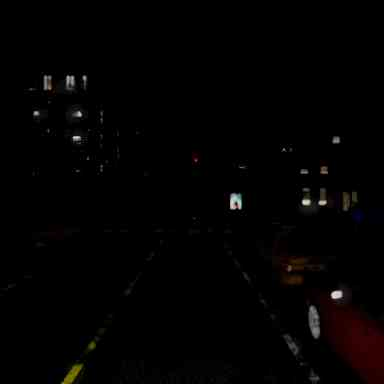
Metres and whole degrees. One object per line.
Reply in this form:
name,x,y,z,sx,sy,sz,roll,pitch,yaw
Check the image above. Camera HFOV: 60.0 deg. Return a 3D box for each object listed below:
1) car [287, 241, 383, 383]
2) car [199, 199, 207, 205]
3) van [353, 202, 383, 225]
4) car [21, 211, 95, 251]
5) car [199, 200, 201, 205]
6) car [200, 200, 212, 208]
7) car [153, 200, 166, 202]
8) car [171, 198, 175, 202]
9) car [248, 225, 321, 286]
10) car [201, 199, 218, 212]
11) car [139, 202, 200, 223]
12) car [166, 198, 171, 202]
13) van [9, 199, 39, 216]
car,2.685,1.583,3.634,1.887,1.381,4.507,0,-1,0
car,2.692,2.450,81.676,2.008,1.369,4.403,-1,-1,0
van,14.660,1.676,25.793,3.998,1.788,1.690,0,0,0
car,-5.695,1.680,14.863,1.752,1.417,4.829,0,-1,0
car,2.690,2.216,58.890,1.802,1.307,4.206,0,-1,0
car,2.690,2.250,64.587,2.008,1.369,4.403,0,-1,0
car,-5.691,2.119,53.182,2.008,1.369,4.403,0,-1,0
car,-5.689,2.422,81.494,1.752,1.417,4.829,0,-1,0
car,2.686,1.624,9.501,1.752,1.417,4.829,0,-1,0
car,2.688,1.944,47.499,1.967,1.590,4.097,0,-1,0
car,-2.002,1.874,28.359,4.892,1.490,1.837,0,0,0
car,-5.690,2.250,64.575,2.008,1.369,4.403,0,-1,0
van,-17.760,1.636,33.937,3.998,1.788,1.690,0,0,0
